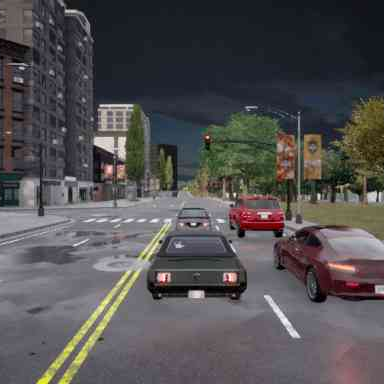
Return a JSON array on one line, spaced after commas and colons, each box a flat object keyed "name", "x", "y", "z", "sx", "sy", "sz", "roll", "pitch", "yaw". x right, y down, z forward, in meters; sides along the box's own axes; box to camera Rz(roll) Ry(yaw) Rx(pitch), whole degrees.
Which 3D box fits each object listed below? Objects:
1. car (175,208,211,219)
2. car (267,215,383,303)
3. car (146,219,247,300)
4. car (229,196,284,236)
[{"name": "car", "x": 0.068, "y": 1.543, "z": 17.938, "sx": 2.033, "sy": 1.411, "sz": 5.357, "roll": 0, "pitch": 0, "yaw": 0}, {"name": "car", "x": 3.338, "y": 1.524, "z": 8.085, "sx": 1.812, "sy": 1.442, "sz": 4.674, "roll": 0, "pitch": 0, "yaw": 0}, {"name": "car", "x": 0.085, "y": 1.599, "z": 8.346, "sx": 1.895, "sy": 1.301, "sz": 4.718, "roll": 0, "pitch": 0, "yaw": 0}, {"name": "car", "x": 3.317, "y": 1.217, "z": 17.898, "sx": 2.150, "sy": 2.045, "sz": 5.566, "roll": 0, "pitch": 0, "yaw": 0}]
